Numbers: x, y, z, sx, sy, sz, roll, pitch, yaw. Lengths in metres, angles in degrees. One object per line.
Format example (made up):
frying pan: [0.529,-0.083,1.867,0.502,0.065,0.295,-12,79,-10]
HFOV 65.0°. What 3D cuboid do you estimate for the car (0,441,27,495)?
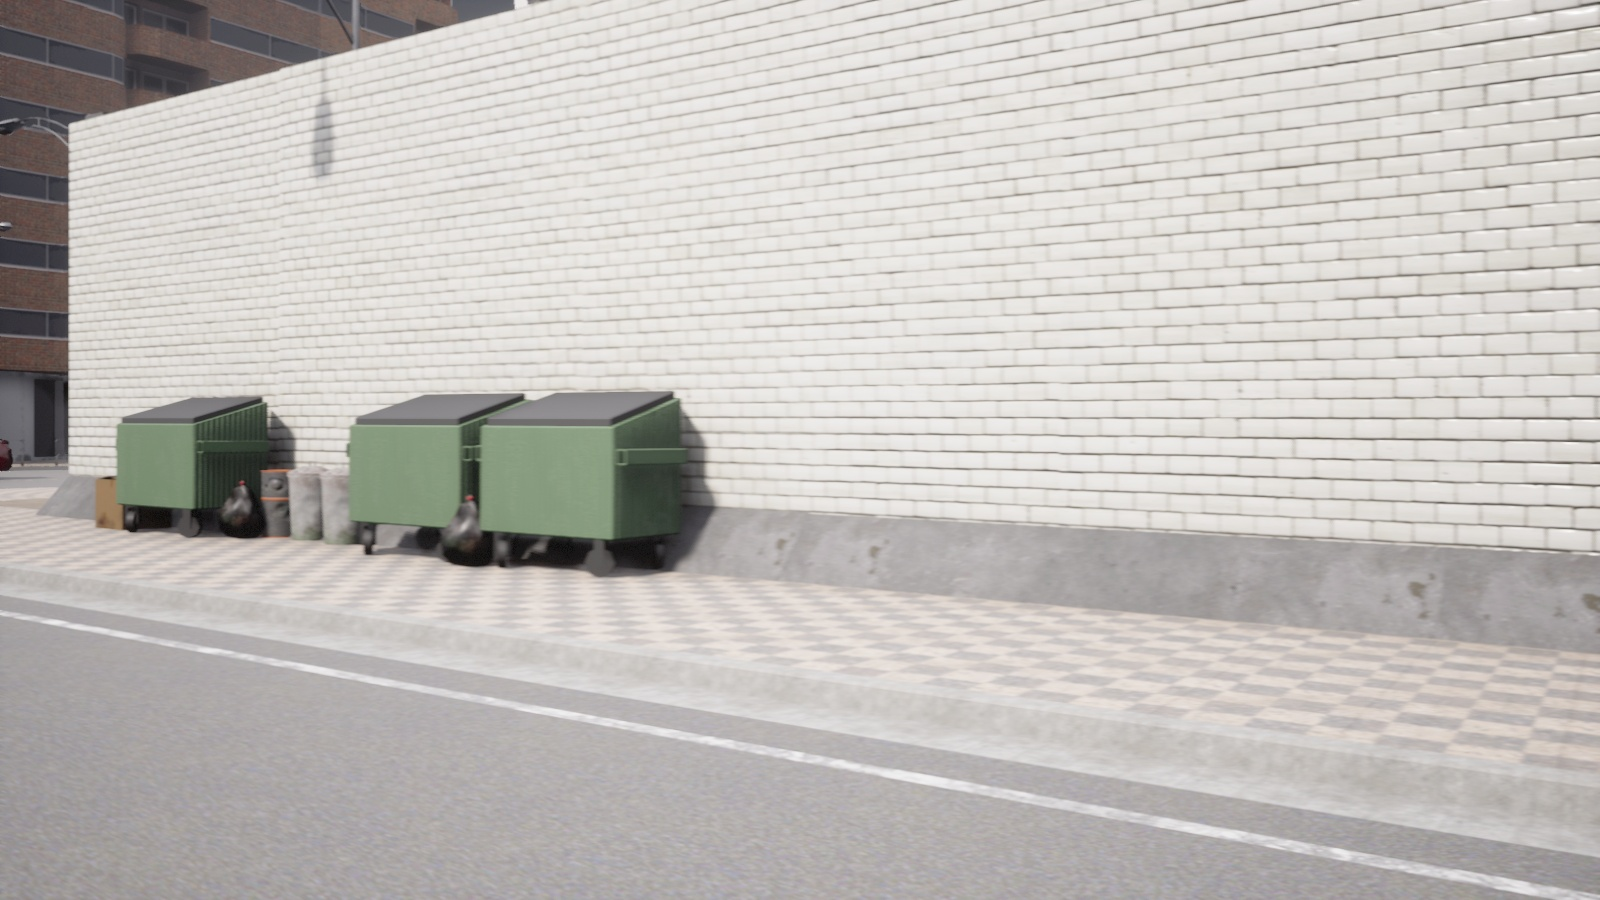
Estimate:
car: [-24.309,0.537,34.443,2.163,1.488,4.792,0,1,34]
